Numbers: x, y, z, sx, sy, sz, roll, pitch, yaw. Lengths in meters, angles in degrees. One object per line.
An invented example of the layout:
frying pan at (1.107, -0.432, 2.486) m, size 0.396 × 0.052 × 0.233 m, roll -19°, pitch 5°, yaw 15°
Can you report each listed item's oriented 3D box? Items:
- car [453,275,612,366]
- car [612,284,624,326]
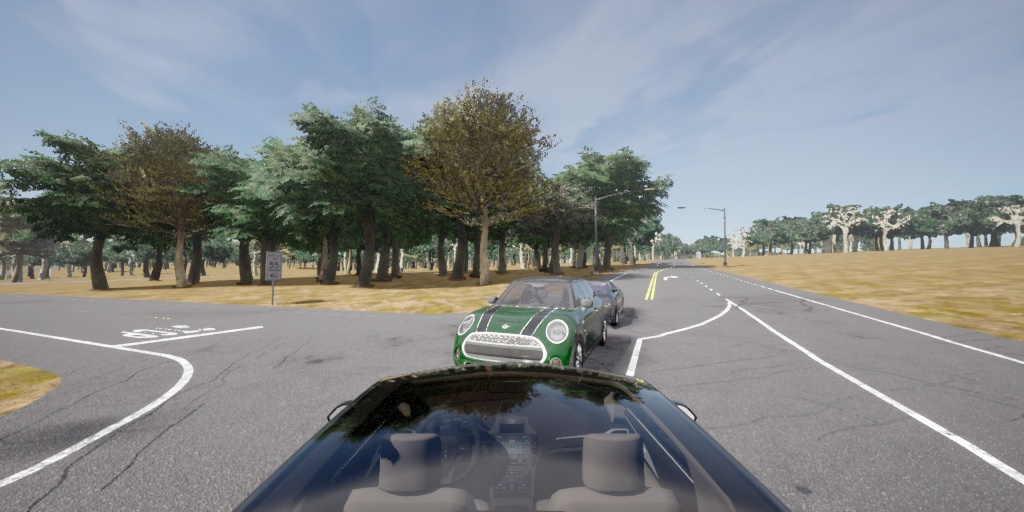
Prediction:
car at (0.668, 1.223, 7.505) m, size 2.097 × 1.767 × 4.553 m, roll -1°, pitch -2°, yaw 22°
car at (2.884, 1.555, 12.941) m, size 1.994 × 1.385 × 4.181 m, roll -2°, pitch 0°, yaw 22°
